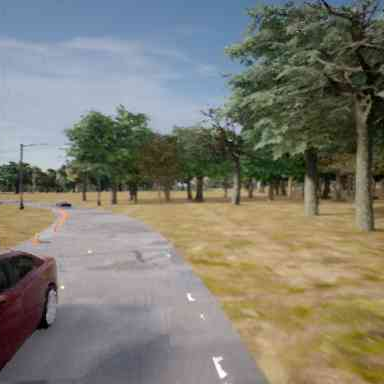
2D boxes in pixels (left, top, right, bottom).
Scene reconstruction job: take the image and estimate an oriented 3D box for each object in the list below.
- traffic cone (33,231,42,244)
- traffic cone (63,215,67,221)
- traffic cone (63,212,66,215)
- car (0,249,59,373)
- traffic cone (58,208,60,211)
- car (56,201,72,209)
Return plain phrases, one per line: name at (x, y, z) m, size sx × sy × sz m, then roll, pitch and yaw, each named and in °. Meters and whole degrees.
traffic cone at (-7.441, 2.176, 16.022) m, size 0.340 × 0.580 × 0.340 m, roll -1°, pitch 0°, yaw -13°
traffic cone at (-9.953, 2.268, 25.488) m, size 0.340 × 0.580 × 0.340 m, roll -1°, pitch 0°, yaw -17°
traffic cone at (-11.476, 2.311, 30.143) m, size 0.340 × 0.580 × 0.340 m, roll -1°, pitch 0°, yaw -19°
car at (-3.160, 1.552, 4.176) m, size 1.882 × 1.535 × 5.008 m, roll 0°, pitch -1°, yaw -8°
traffic cone at (-17.079, 2.450, 43.718) m, size 0.340 × 0.580 × 0.340 m, roll -1°, pitch 0°, yaw -26°
car at (-22.140, 2.155, 57.410) m, size 1.895 × 1.301 × 4.718 m, roll -1°, pitch 0°, yaw -32°
